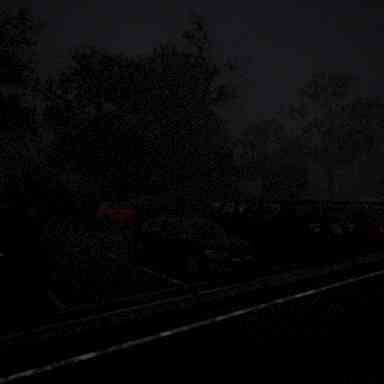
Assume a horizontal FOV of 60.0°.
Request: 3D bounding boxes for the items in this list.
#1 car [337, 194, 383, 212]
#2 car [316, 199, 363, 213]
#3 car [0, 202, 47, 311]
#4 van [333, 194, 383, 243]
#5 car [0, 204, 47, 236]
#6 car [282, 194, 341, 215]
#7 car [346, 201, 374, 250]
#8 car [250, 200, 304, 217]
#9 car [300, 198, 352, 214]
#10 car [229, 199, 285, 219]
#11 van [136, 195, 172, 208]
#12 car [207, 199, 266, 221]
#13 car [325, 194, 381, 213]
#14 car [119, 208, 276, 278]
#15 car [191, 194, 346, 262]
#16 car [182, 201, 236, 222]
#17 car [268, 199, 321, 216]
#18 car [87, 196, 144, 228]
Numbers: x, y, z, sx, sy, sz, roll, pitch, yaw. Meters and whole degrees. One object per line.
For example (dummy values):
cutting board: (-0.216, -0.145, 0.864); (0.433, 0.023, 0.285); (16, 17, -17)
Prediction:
car: (21.611, 1.311, 41.951); (2.435, 2.045, 5.566); (0, 0, -36)
car: (17.067, 1.575, 38.729); (2.002, 1.452, 4.674); (0, 0, -36)
car: (-4.707, 1.226, 7.113); (2.435, 2.045, 5.566); (0, 0, -36)
van: (6.782, 1.252, 15.140); (1.878, 1.987, 4.442); (0, 0, -36)
car: (-10.013, 1.511, 19.362); (2.002, 1.452, 4.674); (0, 0, -35)
car: (12.654, 1.264, 35.537); (2.435, 2.045, 5.566); (0, 0, -36)
car: (4.452, 1.347, 13.578); (2.185, 1.767, 4.553); (0, 0, -36)
car: (8.127, 1.531, 32.294); (2.163, 1.488, 4.792); (0, 0, -36)
car: (14.905, 1.525, 37.177); (2.097, 1.535, 5.008); (0, 0, -36)
car: (5.848, 1.495, 30.692); (2.097, 1.535, 5.008); (0, 0, -36)
van: (-3.285, 1.246, 24.307); (1.878, 1.987, 4.442); (0, 0, -36)
car: (3.687, 1.487, 28.923); (1.946, 1.575, 5.366); (0, 0, -36)
car: (19.447, 1.297, 40.401); (2.435, 2.045, 5.566); (0, 0, -36)
car: (-0.132, 1.469, 10.350); (2.231, 1.521, 4.892); (0, 0, -36)
car: (2.138, 1.219, 11.999); (2.435, 2.045, 5.566); (0, 0, -36)
car: (1.316, 1.524, 27.451); (2.002, 1.452, 4.674); (0, 0, -36)
car: (10.357, 1.537, 33.962); (2.163, 1.488, 4.792); (0, 0, -36)
car: (-5.462, 1.344, 22.571); (2.185, 1.767, 4.553); (0, 0, -36)
